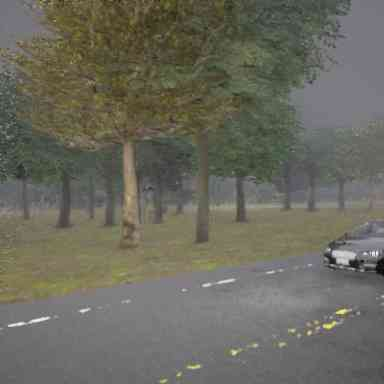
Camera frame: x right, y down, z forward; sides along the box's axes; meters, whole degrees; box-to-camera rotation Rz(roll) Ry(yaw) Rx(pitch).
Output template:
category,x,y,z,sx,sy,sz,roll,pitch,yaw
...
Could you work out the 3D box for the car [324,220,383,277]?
category,x,y,z,sx,sy,sz,roll,pitch,yaw
car,6.245,1.652,10.555,4.902,1.511,2.128,0,-2,-32
